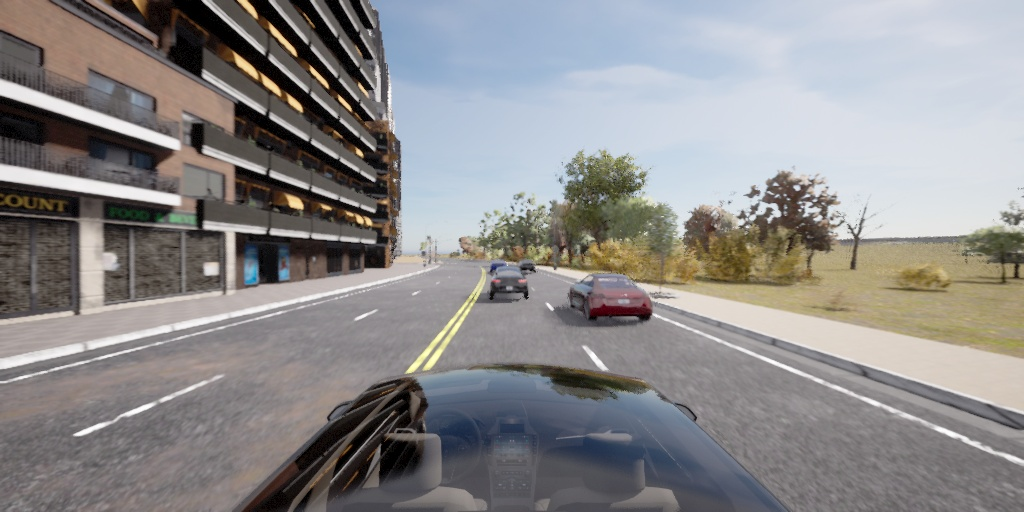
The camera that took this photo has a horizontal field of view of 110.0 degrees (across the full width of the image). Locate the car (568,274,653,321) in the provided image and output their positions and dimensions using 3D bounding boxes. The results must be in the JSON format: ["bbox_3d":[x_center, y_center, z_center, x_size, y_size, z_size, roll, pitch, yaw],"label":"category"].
[{"bbox_3d":[3.223,1.298,12.468,1.994,1.385,4.181,0,0,-1],"label":"car"}]

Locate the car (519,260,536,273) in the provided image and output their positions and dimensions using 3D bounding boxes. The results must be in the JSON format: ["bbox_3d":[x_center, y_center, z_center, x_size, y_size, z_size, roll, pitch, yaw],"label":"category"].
[{"bbox_3d":[1.651,1.214,42.805,1.837,1.490,4.892,0,0,-5],"label":"car"}]

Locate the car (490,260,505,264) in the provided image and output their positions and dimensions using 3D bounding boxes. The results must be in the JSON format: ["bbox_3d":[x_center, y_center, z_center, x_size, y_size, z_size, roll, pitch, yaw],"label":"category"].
[{"bbox_3d":[-1.684,1.198,43.695,1.882,1.535,5.008,0,0,-5],"label":"car"}]

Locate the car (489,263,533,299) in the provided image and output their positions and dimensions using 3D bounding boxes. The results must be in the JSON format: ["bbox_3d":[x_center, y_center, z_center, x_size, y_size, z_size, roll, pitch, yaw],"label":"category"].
[{"bbox_3d":[-0.178,1.266,18.110,1.812,1.442,4.674,0,0,-2],"label":"car"}]
